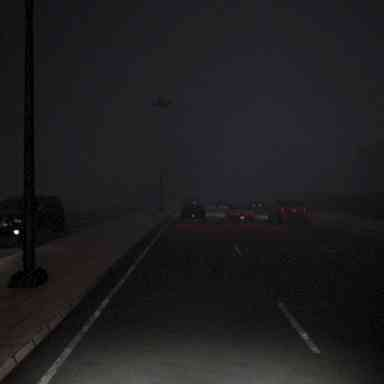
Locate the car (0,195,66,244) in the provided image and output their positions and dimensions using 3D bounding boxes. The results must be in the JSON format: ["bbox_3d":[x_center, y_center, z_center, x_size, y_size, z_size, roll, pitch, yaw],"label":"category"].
[{"bbox_3d":[-7.980,1.196,16.000,2.150,2.045,5.566,0,0,1],"label":"car"}]

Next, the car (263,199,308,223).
[{"bbox_3d":[7.094,1.304,25.146,2.097,1.767,4.553,0,0,1],"label":"car"}]

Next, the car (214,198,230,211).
[{"bbox_3d":[3.738,1.417,39.907,2.128,1.511,4.902,0,0,1],"label":"car"}]

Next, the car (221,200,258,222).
[{"bbox_3d":[3.608,1.552,25.922,1.895,1.301,4.718,0,0,1],"label":"car"}]

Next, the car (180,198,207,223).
[{"bbox_3d":[0.098,1.442,25.291,2.128,1.511,4.902,0,0,1],"label":"car"}]

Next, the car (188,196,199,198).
[{"bbox_3d":[0.236,1.276,39.778,2.097,1.767,4.553,0,0,1],"label":"car"}]

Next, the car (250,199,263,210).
[{"bbox_3d":[7.200,1.477,37.551,2.033,1.411,5.357,0,0,1],"label":"car"}]
